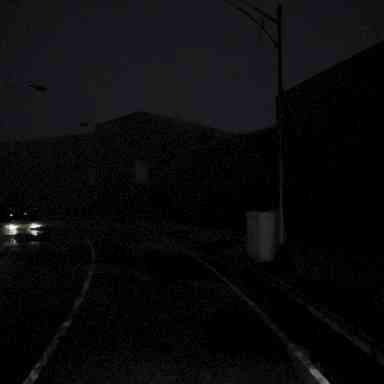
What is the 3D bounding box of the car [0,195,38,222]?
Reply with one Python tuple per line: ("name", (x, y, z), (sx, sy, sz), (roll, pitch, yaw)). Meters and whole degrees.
("car", (-14.692, 1.318, 27.576), (2.150, 2.045, 5.566), (1, -1, -43))
